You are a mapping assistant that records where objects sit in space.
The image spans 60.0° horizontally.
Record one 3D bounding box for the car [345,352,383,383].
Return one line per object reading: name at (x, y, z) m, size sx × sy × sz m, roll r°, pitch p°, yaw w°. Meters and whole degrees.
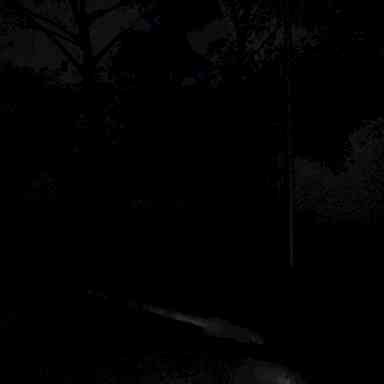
car at (2.760, 1.561, 1.411) m, size 4.181 × 1.385 × 1.994 m, roll 0°, pitch 0°, yaw 36°
